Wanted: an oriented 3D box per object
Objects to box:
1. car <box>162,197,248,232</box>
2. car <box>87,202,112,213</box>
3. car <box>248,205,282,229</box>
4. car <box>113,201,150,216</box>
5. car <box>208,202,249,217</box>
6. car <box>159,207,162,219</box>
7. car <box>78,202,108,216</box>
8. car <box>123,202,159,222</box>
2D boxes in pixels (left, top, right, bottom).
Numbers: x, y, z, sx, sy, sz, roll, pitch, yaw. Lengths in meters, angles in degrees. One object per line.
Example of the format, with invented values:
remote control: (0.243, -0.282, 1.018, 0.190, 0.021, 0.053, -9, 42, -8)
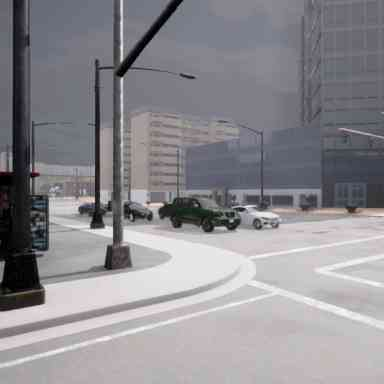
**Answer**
car: (0.641, 1.335, 21.264, 2.150, 2.045, 5.566, 0, -1, -36)
car: (-12.734, 2.060, 45.719, 1.994, 1.385, 4.181, 0, -1, -35)
car: (3.908, 1.635, 22.695, 1.812, 1.442, 4.674, 0, -1, -35)
car: (-6.903, 1.841, 37.626, 2.128, 1.511, 4.902, 0, -1, -36)
car: (3.758, 1.793, 35.183, 1.994, 1.385, 4.181, 0, -1, -36)
car: (-1.391, 1.740, 30.083, 1.812, 1.442, 4.674, 0, -1, -36)
car: (-11.411, 1.939, 37.880, 2.033, 1.411, 5.357, 0, -1, -36)
car: (-5.165, 1.741, 29.264, 1.837, 1.490, 4.892, 0, -1, -36)
